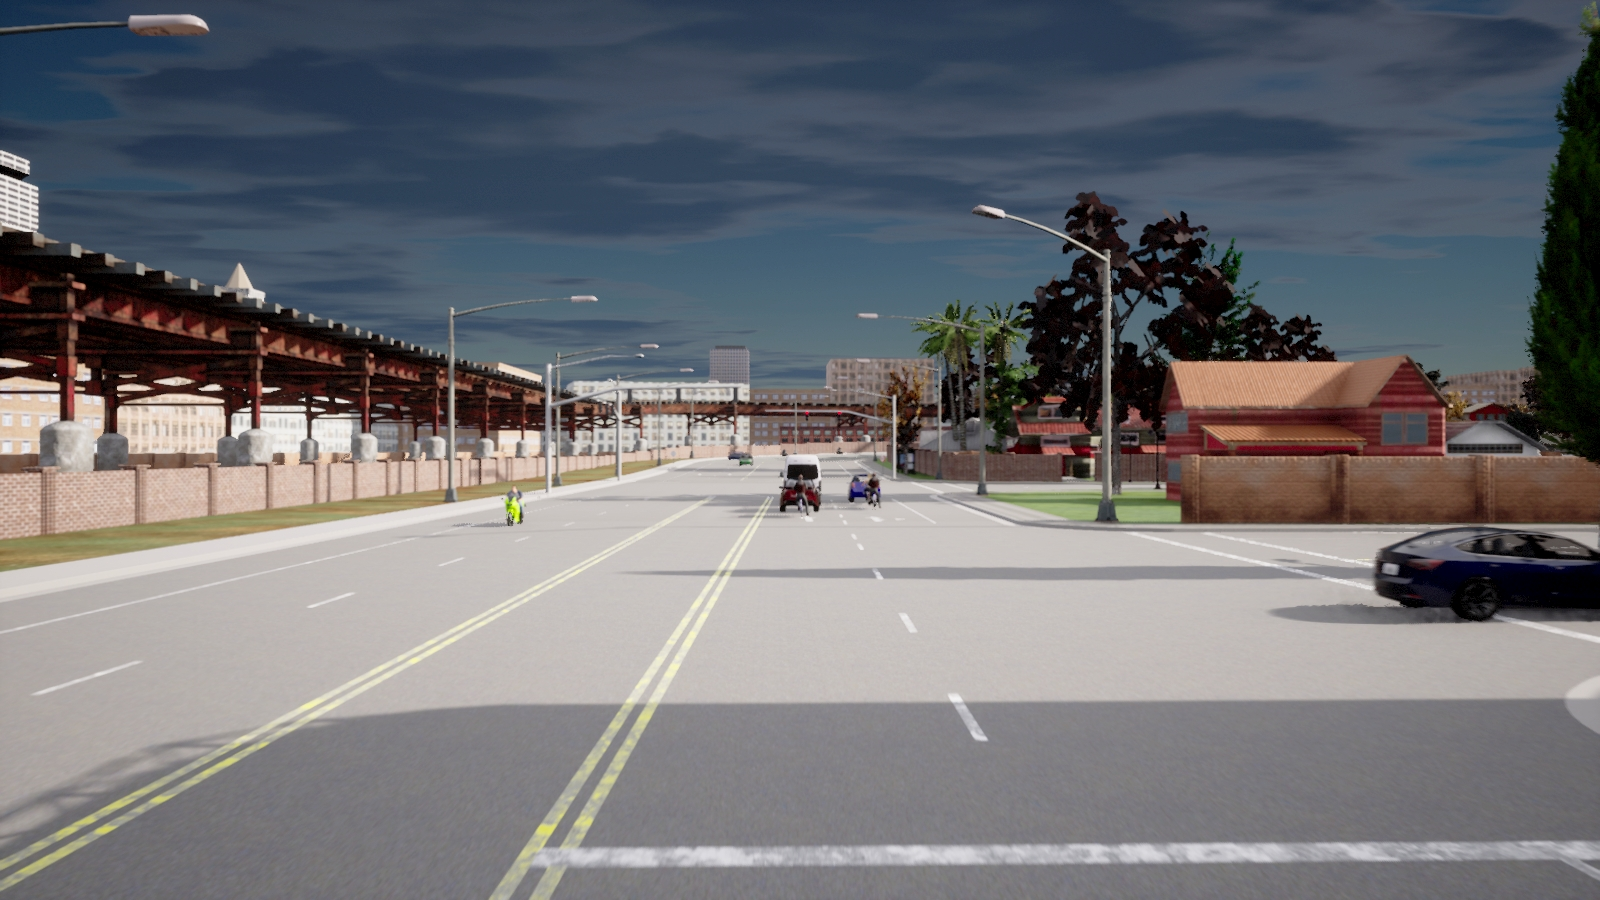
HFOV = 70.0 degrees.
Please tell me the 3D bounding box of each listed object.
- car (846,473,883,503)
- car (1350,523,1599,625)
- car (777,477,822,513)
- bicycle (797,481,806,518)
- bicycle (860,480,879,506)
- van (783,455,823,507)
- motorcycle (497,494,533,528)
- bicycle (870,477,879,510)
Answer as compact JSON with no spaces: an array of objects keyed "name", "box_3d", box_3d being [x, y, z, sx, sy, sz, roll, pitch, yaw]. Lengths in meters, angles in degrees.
[{"name":"car","box_3d":[3.490,2.063,62.448,1.845,1.501,3.633,0,0,0]},{"name":"car","box_3d":[12.321,2.071,19.565,4.792,1.488,2.163,0,0,-3]},{"name":"car","box_3d":[-0.017,2.061,53.147,2.007,1.525,4.514,0,0,0]},{"name":"bicycle","box_3d":[0.070,2.065,47.941,0.329,1.496,1.835,-1,0,0]},{"name":"bicycle","box_3d":[3.521,2.169,57.853,0.859,1.301,1.487,0,0,-1]},{"name":"van","box_3d":[0.091,1.559,60.128,1.988,2.561,5.915,0,0,-1]},{"name":"motorcycle","box_3d":[-10.478,2.230,42.058,0.803,1.145,2.033,0,0,0]},{"name":"bicycle","box_3d":[3.530,2.070,54.224,0.329,1.496,1.835,0,0,0]}]
